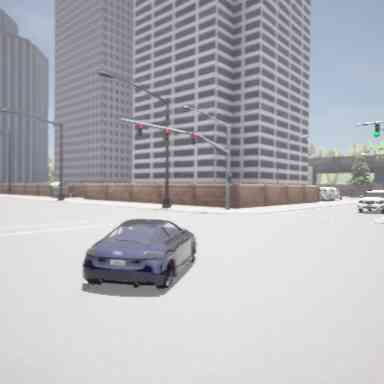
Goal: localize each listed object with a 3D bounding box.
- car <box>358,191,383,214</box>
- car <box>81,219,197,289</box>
[{"bbox_3d":[17.413,0.889,31.335,2.150,2.045,5.566,1,1,41],"label":"car"},{"bbox_3d":[-1.124,1.403,8.827,1.994,1.385,4.181,1,1,12],"label":"car"}]
